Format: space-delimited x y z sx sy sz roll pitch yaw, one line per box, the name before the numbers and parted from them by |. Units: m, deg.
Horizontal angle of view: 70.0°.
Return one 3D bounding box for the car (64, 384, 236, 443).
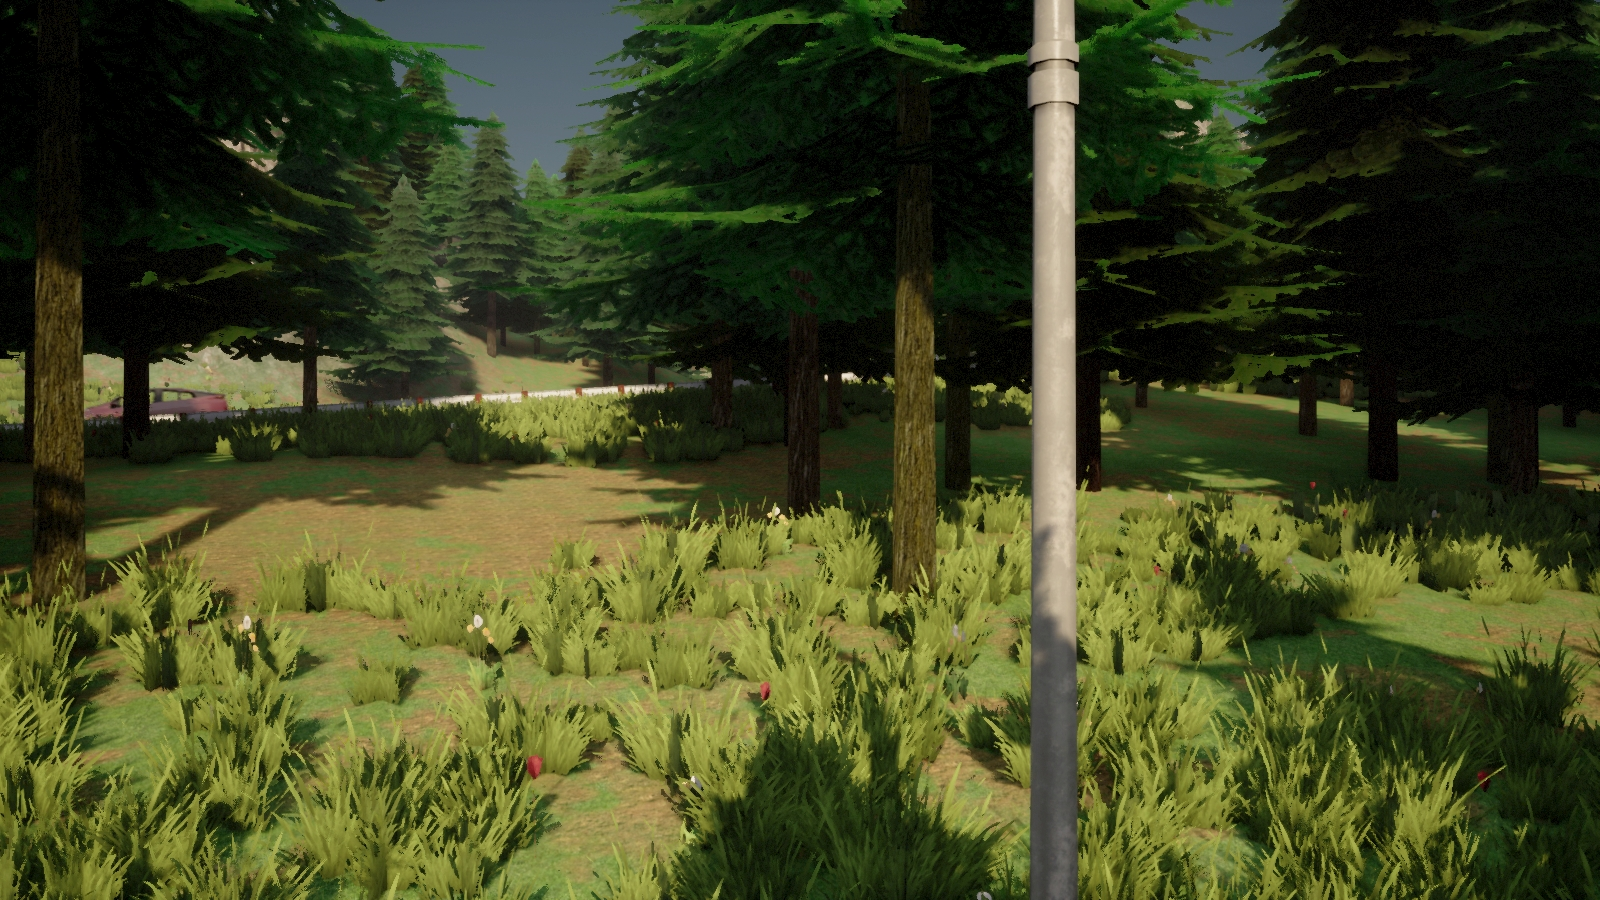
car | -20.462 -1.174 36.105 4.514 1.525 2.007 -5 2 -31
